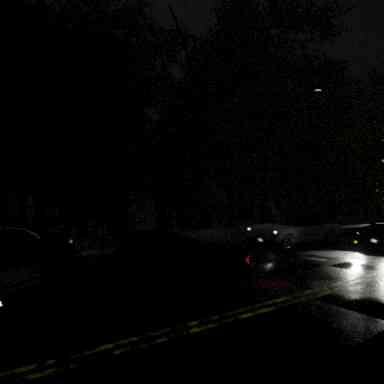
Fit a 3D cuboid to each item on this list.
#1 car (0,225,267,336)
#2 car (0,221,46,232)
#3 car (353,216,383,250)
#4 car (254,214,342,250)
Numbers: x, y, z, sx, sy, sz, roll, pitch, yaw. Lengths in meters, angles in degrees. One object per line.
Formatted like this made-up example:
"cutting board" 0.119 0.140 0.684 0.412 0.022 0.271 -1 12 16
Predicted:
"car" -1.129 1.556 6.868 5.357 1.411 2.033 1 0 -35
"car" -5.307 1.467 7.888 4.902 1.511 2.128 1 0 -35
"car" 8.465 1.675 13.672 4.181 1.385 1.994 1 0 -36
"car" 4.617 1.682 14.931 4.718 1.301 1.895 1 0 -35
